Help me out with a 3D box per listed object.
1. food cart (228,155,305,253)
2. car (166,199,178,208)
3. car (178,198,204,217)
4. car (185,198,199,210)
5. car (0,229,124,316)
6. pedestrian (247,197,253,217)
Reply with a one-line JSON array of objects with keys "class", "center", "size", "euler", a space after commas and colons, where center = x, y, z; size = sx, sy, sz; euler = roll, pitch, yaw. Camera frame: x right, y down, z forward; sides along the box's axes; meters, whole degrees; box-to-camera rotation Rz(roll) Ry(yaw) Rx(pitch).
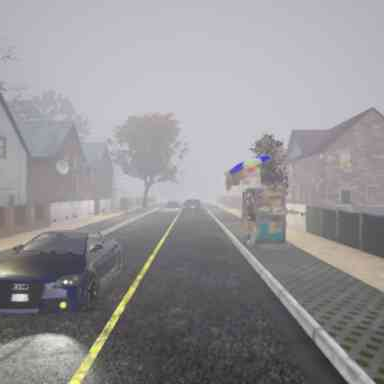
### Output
[{"class": "food cart", "center": [2.983, 0.469, 14.557], "size": [2.280, 3.560, 4.660], "euler": [-1, -1, 0]}, {"class": "car", "center": [-2.821, 1.718, 50.005], "size": [1.895, 1.301, 4.718], "euler": [0, 0, 0]}, {"class": "car", "center": [0.075, 1.391, 31.871], "size": [2.097, 1.767, 4.553], "euler": [0, 0, 0]}, {"class": "car", "center": [0.043, 1.594, 44.833], "size": [1.837, 1.490, 4.892], "euler": [0, 0, 1]}, {"class": "car", "center": [-2.850, 1.563, 7.501], "size": [1.994, 1.385, 4.181], "euler": [0, 0, 0]}, {"class": "pedestrian", "center": [3.003, 1.149, 17.383], "size": [0.375, 1.860, 0.375], "euler": [1, -1, -1]}]
